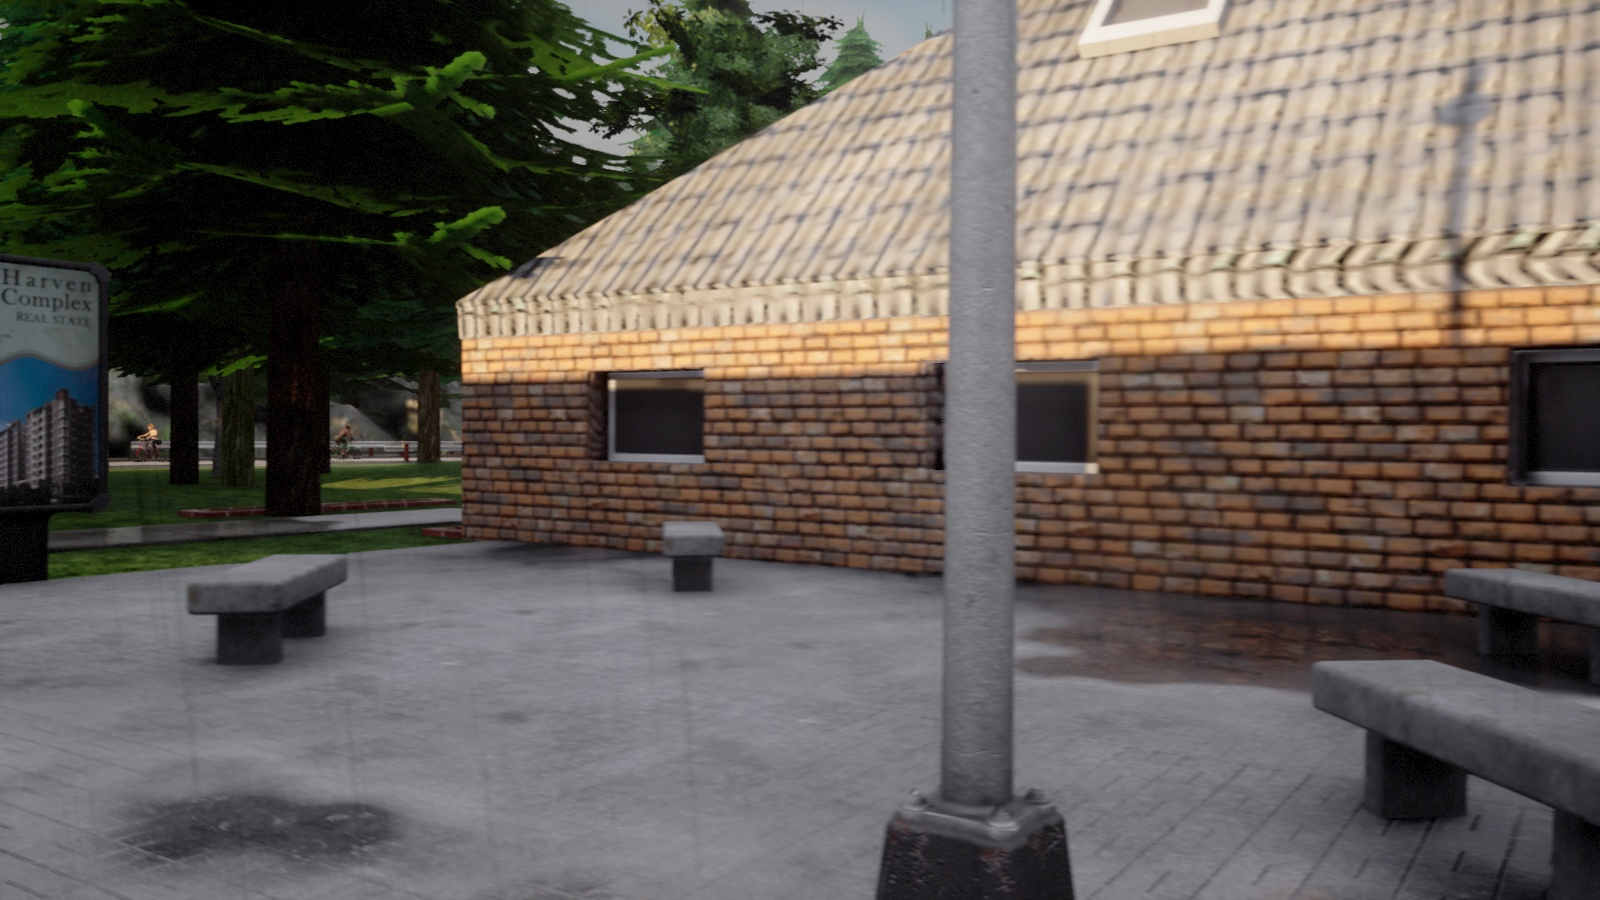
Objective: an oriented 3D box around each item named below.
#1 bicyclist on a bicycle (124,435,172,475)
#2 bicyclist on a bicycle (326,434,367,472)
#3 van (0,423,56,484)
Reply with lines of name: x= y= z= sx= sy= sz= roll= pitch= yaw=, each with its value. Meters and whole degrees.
bicyclist on a bicycle: x=-26.650 y=0.196 z=51.337 sx=0.866 sy=1.612 sz=1.509 roll=0 pitch=1 yaw=34
bicyclist on a bicycle: x=-19.719 y=0.106 z=54.615 sx=0.582 sy=1.620 sz=1.656 roll=0 pitch=1 yaw=33
van: x=-27.880 y=0.120 z=42.182 sx=2.069 sy=2.038 sz=4.480 roll=0 pitch=1 yaw=33
